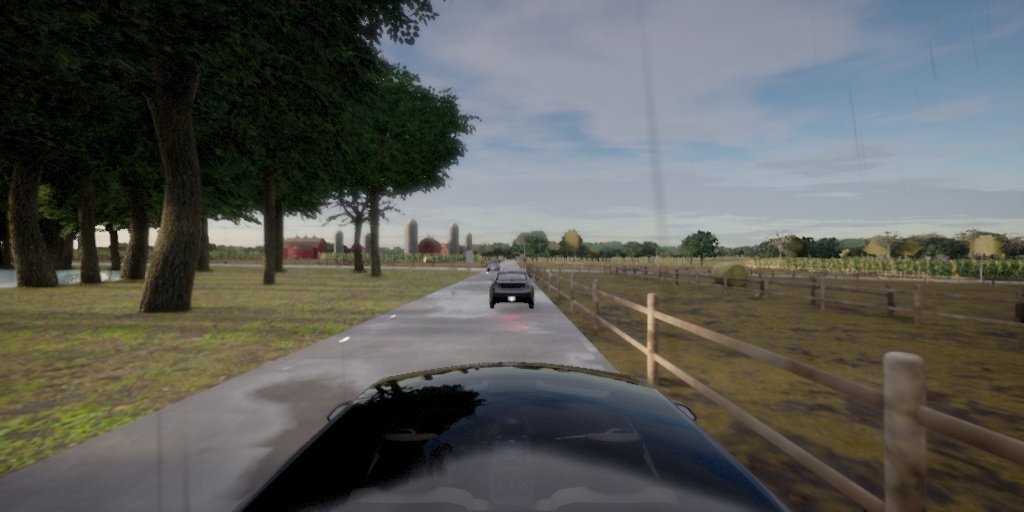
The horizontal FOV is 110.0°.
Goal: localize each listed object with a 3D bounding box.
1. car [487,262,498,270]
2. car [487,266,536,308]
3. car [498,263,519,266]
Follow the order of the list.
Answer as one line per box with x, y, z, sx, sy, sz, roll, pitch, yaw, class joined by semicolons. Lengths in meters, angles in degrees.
-2.776;1.681;54.305;2.128;1.511;4.902;0;-1;0;car
0.000;1.393;16.159;1.837;1.490;4.892;0;0;0;car
-0.005;1.493;31.322;1.882;1.535;5.008;0;0;0;car
